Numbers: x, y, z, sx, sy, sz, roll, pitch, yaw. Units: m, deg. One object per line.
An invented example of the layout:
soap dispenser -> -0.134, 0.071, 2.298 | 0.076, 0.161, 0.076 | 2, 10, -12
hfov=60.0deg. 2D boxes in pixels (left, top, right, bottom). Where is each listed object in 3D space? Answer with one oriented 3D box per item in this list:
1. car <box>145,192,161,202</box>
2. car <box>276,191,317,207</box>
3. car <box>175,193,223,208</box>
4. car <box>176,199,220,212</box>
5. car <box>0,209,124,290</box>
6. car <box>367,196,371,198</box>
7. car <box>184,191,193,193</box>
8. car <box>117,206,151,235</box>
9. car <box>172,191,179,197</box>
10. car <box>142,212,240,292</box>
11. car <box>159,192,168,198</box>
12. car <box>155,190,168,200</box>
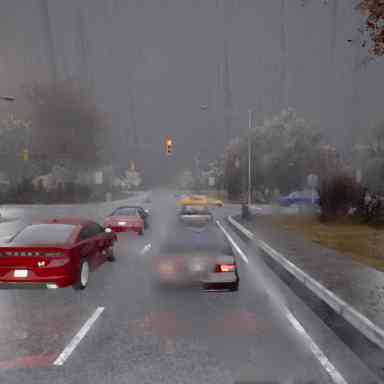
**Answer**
car -> -7.019, 1.140, 58.626 | 1.895, 1.301, 4.718 | 0, 1, 0
car -> 13.813, 0.896, 43.245 | 5.566, 2.045, 2.150 | 0, 1, -4
car -> 1.000, 1.204, 37.216 | 5.008, 1.535, 1.882 | 0, 1, 29
car -> 0.150, 1.380, 18.676 | 2.128, 1.511, 4.902 | 0, 0, -1
car -> -3.388, 1.445, 9.060 | 1.882, 1.535, 5.008 | 0, 0, 0
car -> 24.114, 1.217, 43.817 | 5.357, 1.411, 2.033 | 0, 1, -3
car -> -0.394, 0.715, 86.243 | 2.128, 1.511, 4.902 | 0, 1, -4
car -> -3.379, 1.458, 18.047 | 1.994, 1.385, 4.181 | 0, 0, 0
car -> -3.895, 0.787, 86.161 | 1.895, 1.301, 4.718 | 0, 1, -4
car -> 0.110, 1.516, 8.984 | 2.033, 1.411, 5.357 | 0, 0, 0
car -> -7.447, 0.704, 87.018 | 2.128, 1.511, 4.902 | 0, 1, -3
car -> -6.975, 0.624, 71.724 | 2.150, 2.045, 5.566 | 0, 1, 0
